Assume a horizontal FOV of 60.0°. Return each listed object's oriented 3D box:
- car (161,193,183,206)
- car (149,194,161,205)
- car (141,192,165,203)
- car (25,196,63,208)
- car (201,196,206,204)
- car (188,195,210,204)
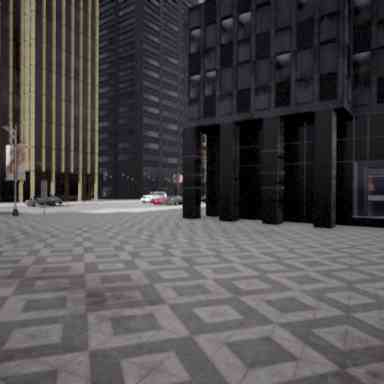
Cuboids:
[{"bbox_3d":[-2.078,1.374,51.752,2.128,1.511,4.902,1,0,36],"label":"car"},{"bbox_3d":[-4.438,1.423,54.025,1.994,1.385,4.181,1,0,36],"label":"car"},{"bbox_3d":[-6.970,1.024,61.746,2.150,2.045,5.566,1,0,36],"label":"car"},{"bbox_3d":[-19.639,1.290,44.214,1.837,1.490,4.892,1,0,36],"label":"car"},{"bbox_3d":[3.940,1.375,60.239,1.882,1.535,5.008,1,0,36],"label":"car"},{"bbox_3d":[1.297,1.399,62.132,1.812,1.442,4.674,1,0,36],"label":"car"}]
